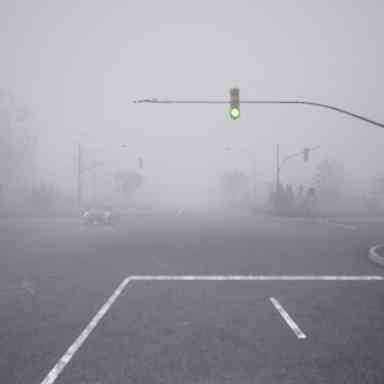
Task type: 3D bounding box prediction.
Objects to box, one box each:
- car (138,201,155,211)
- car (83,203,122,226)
[{"bbox_3d":[-6.934,2.107,50.914,1.812,1.442,4.674,0,-1,0],"label":"car"},{"bbox_3d":[-6.967,1.668,26.238,2.097,1.767,4.553,0,-1,0],"label":"car"}]
